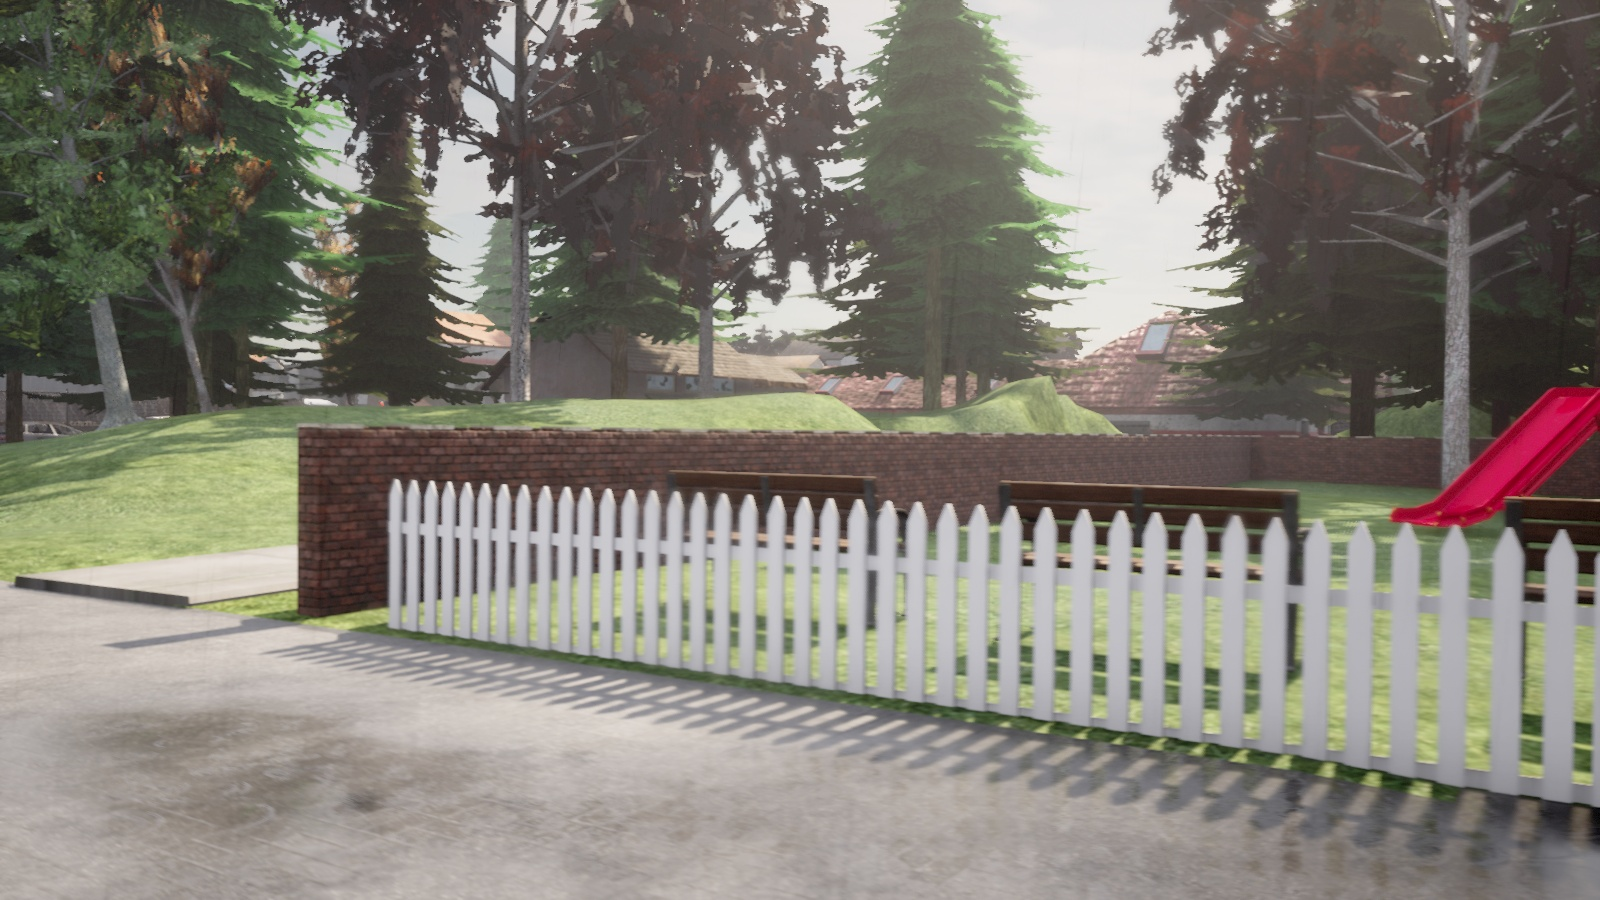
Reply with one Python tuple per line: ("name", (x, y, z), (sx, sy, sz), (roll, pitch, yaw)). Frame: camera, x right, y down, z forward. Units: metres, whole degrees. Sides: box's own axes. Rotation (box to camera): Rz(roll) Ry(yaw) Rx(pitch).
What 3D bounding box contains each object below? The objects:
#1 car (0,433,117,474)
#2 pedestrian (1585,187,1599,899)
("car", (-32.617, 0.109, 54.600), (2.242, 1.667, 4.611), (0, 1, 33))
("pedestrian", (2.154, 0.386, 2.616), (0.899, 1.844, 0.634), (-1, 1, -40))
